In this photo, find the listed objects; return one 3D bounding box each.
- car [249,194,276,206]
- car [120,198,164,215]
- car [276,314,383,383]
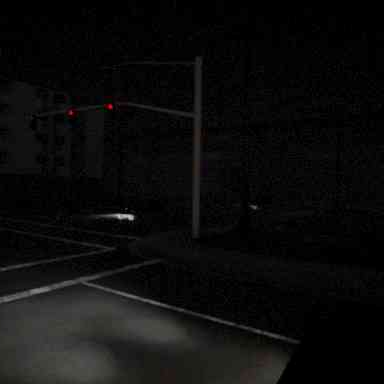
[{"bbox_3d":[9.893,1.128,47.625,4.892,1.490,1.837,1,0,-36],"label":"car"},{"bbox_3d":[-4.315,1.192,29.125,1.994,1.385,4.181,2,1,35],"label":"car"},{"bbox_3d":[2.879,1.615,1.903,4.718,1.301,1.895,1,0,36],"label":"car"}]
